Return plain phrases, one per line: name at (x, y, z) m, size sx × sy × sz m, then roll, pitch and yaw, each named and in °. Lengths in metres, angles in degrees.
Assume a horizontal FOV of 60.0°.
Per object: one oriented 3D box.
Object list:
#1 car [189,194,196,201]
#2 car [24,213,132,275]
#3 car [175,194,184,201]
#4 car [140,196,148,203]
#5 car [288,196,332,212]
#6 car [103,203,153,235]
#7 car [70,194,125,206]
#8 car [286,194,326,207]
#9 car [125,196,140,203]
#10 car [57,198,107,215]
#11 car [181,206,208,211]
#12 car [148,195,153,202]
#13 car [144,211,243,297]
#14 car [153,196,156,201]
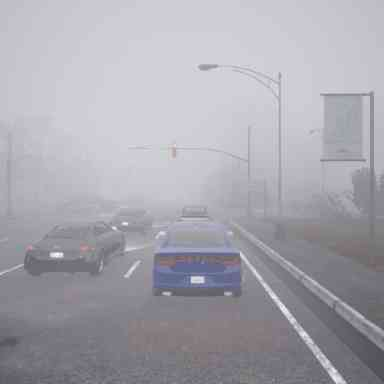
car at (0.141, 1.533, 85.615) m, size 2.033 × 1.411 × 5.357 m, roll 0°, pitch 0°, yaw 0°
car at (-3.393, 1.564, 10.423) m, size 1.994 × 1.385 × 4.181 m, roll 0°, pitch 0°, yaw 1°
car at (-3.359, 1.349, 86.007) m, size 2.097 × 1.767 × 4.553 m, roll 0°, pitch 0°, yaw 0°
car at (-10.420, 1.564, 64.827) m, size 1.994 × 1.385 × 4.181 m, roll 0°, pitch 0°, yaw 2°
car at (14.077, 1.478, 38.341) m, size 5.008 × 1.535 × 1.882 m, roll 0°, pitch 0°, yaw 3°
car at (-3.370, 1.564, 18.806) m, size 1.994 × 1.385 × 4.181 m, roll 0°, pitch 0°, yaw 0°
car at (-10.589, 1.222, 36.071) m, size 5.566 × 2.045 × 2.150 m, roll 0°, pitch 0°, yaw 3°
car at (14.791, 1.221, 41.826) m, size 5.566 × 2.045 × 2.150 m, roll 0°, pitch 0°, yaw 2°
car at (-10.495, 1.491, 55.476) m, size 2.128 × 1.511 × 4.902 m, roll 0°, pitch 0°, yaw 0°
car at (-10.937, 1.564, 32.587) m, size 4.181 × 1.385 × 1.994 m, roll 0°, pitch 0°, yaw 3°
car at (0.129, 1.491, 18.148) m, size 2.128 × 1.511 × 4.902 m, roll 0°, pitch 0°, yaw 0°
car at (-10.378, 1.524, 74.431) m, size 1.812 × 1.442 × 4.674 m, roll 0°, pitch 0°, yaw 0°
car at (0.113, 1.478, 8.649) m, size 1.882 × 1.535 × 5.008 m, roll 0°, pitch 0°, yaw 0°
car at (-10.361, 1.549, 84.458) m, size 1.994 × 1.385 × 4.181 m, roll 0°, pitch 0°, yaw 0°
